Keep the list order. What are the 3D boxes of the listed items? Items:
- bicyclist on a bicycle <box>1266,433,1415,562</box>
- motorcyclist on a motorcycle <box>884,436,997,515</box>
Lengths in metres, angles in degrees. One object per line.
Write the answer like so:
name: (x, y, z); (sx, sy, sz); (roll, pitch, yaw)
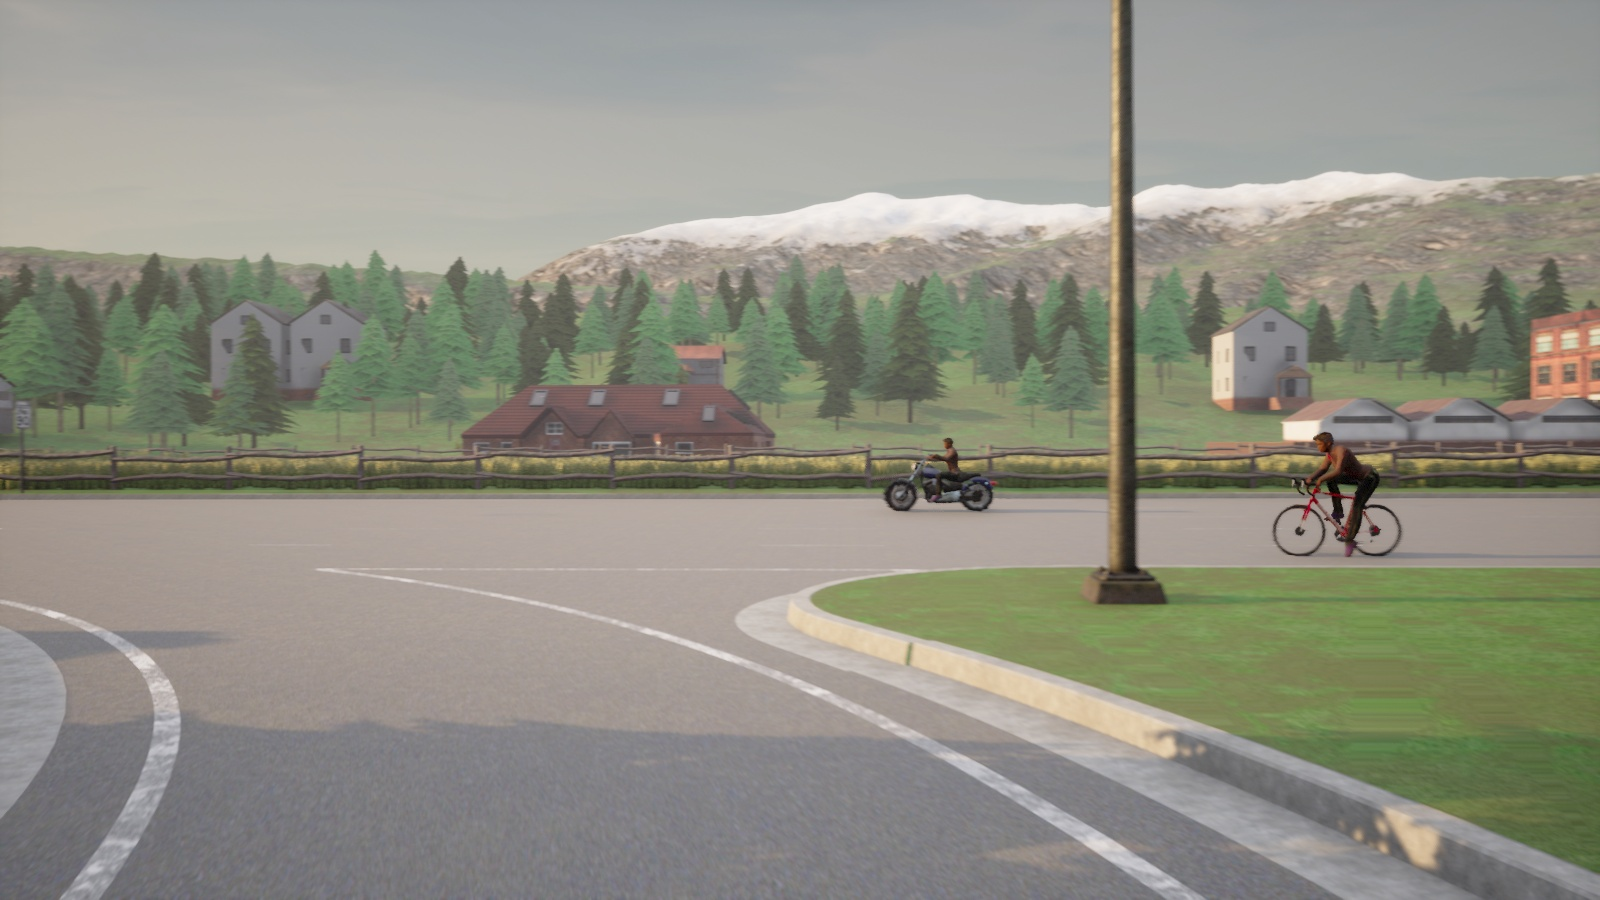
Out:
bicyclist on a bicycle: (6.913, 0.601, 16.111); (1.656, 1.620, 0.582); (0, 0, 3)
motorcyclist on a motorcycle: (2.985, 0.542, 26.795); (2.350, 1.649, 0.766); (0, 0, 3)
